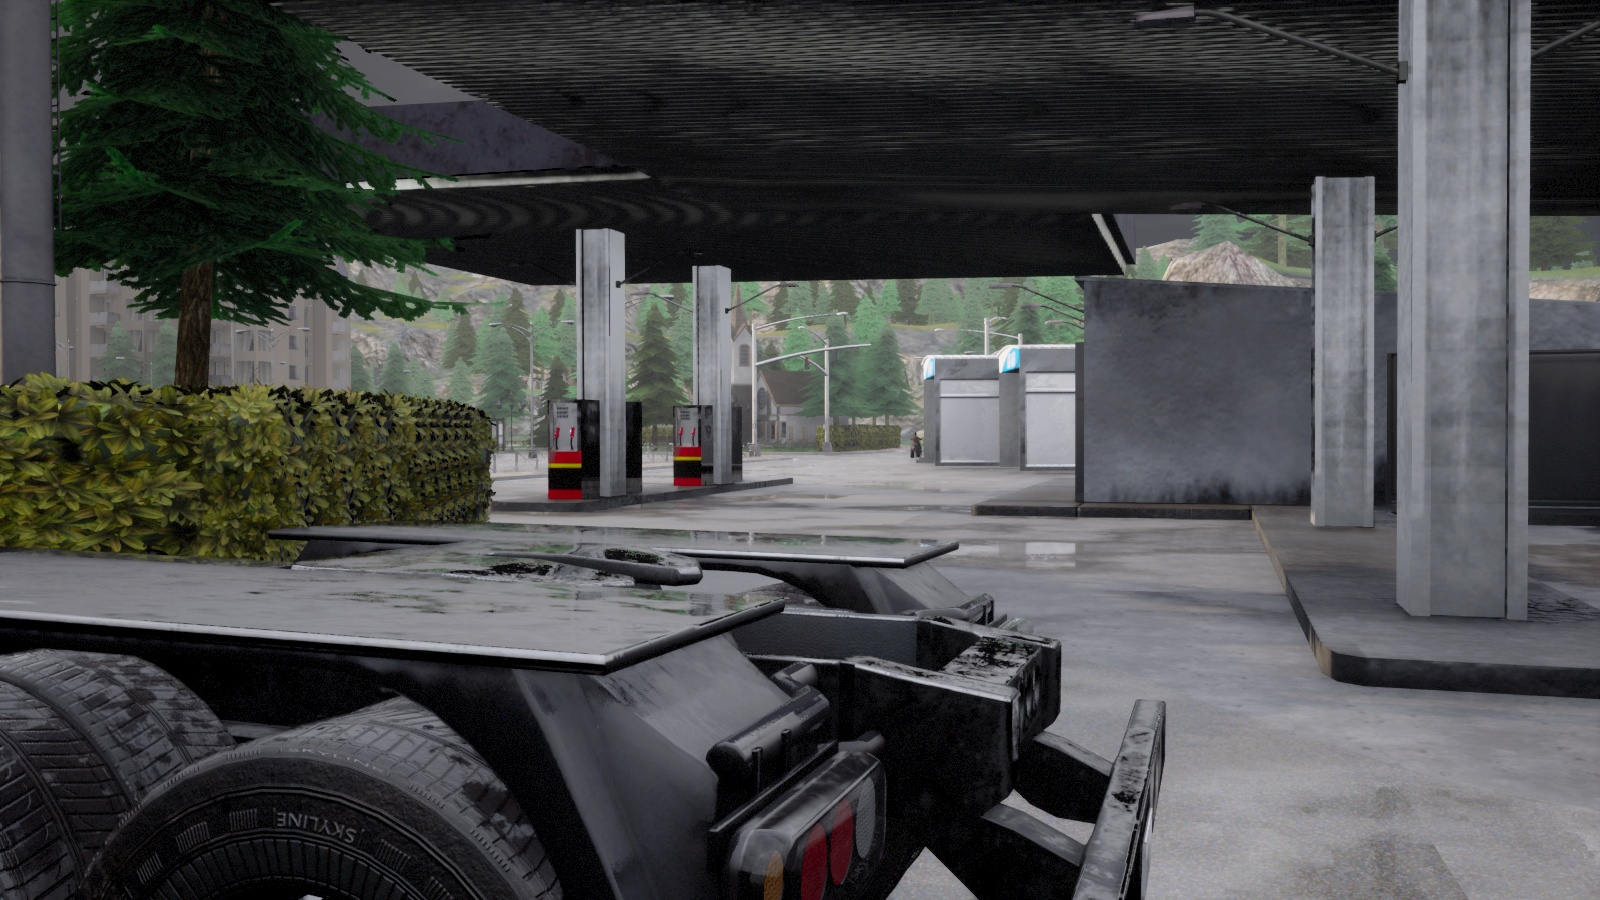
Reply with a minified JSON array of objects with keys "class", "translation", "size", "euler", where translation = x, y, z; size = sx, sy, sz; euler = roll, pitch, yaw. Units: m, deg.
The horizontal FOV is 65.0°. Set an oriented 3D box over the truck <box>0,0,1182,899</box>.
[{"class":"truck","translation":[-2.955,-0.168,4.152],"size":[7.936,3.462,2.891],"euler":[1,0,18]}]
